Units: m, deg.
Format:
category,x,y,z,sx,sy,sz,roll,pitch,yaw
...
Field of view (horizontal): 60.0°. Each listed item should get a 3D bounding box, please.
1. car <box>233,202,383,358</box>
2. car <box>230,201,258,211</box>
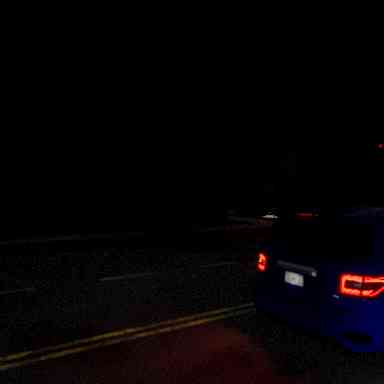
category,x,y,z,sx,sy,sz,roll,pitch,yaw
car,3.610,1.239,5.786,5.566,2.045,2.150,0,0,-32
car,6.074,1.599,34.047,2.033,1.411,5.357,0,0,-30
